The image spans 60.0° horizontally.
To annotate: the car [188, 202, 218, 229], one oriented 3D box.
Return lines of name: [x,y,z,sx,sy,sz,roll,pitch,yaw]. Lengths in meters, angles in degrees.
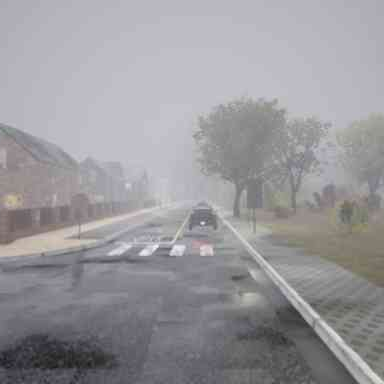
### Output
car: [0.766,1.725,23.551,1.837,1.490,4.892,0,-1,2]
